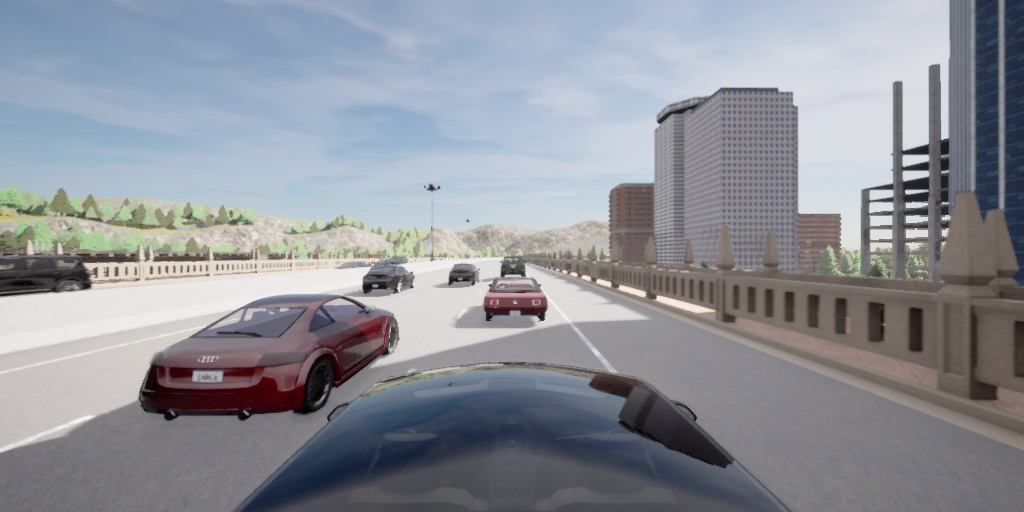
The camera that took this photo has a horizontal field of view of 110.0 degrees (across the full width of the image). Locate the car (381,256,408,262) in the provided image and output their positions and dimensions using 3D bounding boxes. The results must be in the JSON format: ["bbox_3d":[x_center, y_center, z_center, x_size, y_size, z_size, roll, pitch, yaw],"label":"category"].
[{"bbox_3d":[-17.510,1.008,54.802,2.150,2.045,5.566,0,0,0],"label":"car"}]

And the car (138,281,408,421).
[{"bbox_3d":[-3.400,1.315,6.012,1.994,1.385,4.181,0,0,0],"label":"car"}]

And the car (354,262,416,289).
[{"bbox_3d":[-6.901,1.268,20.527,1.837,1.490,4.892,0,0,0],"label":"car"}]

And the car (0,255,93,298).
[{"bbox_3d":[-21.098,0.979,14.729,2.150,2.045,5.566,0,0,0],"label":"car"}]

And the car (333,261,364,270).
[{"bbox_3d":[-14.083,1.253,31.826,1.882,1.535,5.008,0,0,0],"label":"car"}]

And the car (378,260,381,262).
[{"bbox_3d":[-21.015,1.325,58.890,1.882,1.535,5.008,0,0,0],"label":"car"}]

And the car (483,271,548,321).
[{"bbox_3d":[0.100,1.356,12.515,1.895,1.301,4.718,0,0,0],"label":"car"}]

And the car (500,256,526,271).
[{"bbox_3d":[0.095,0.997,32.074,2.150,2.045,5.566,0,0,0],"label":"car"}]

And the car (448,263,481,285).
[{"bbox_3d":[-3.403,1.274,26.058,1.837,1.490,4.892,0,0,0],"label":"car"}]
